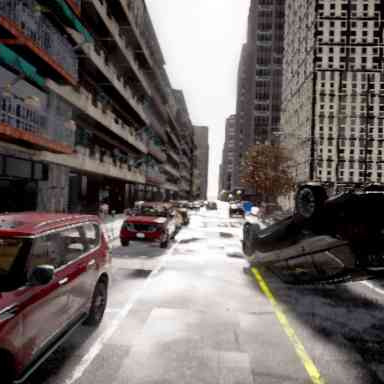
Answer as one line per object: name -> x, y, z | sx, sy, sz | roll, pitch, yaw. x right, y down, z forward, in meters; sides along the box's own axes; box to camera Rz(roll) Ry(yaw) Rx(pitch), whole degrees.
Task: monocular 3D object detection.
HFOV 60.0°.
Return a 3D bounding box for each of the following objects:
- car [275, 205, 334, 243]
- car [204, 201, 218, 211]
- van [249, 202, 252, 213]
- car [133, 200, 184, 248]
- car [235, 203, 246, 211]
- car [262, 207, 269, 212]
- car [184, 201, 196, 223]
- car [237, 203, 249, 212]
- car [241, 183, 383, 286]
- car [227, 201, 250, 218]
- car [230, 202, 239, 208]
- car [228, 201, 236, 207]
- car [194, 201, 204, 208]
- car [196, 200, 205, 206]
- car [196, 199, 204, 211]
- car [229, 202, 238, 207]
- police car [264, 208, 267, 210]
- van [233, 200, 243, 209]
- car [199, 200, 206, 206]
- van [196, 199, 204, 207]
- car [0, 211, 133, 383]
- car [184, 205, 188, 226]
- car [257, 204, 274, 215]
car -> 6.836, 1.864, 20.813 | 2.192, 1.841, 5.009 | 3, -1, 4
car -> 3.353, 2.278, 57.163 | 2.097, 1.767, 4.553 | 2, -1, 4
van -> 8.904, 2.462, 54.724 | 1.690, 1.788, 3.998 | 3, -1, 4
car -> -1.866, 1.434, 15.675 | 2.192, 1.841, 5.009 | 3, -1, 4
car -> 9.583, 2.904, 66.024 | 1.802, 1.307, 4.206 | 3, -1, 4
car -> 7.170, 2.190, 26.462 | 2.008, 1.369, 4.403 | 3, -1, 4
car -> -1.176, 1.613, 26.981 | 2.192, 1.841, 5.009 | 3, -1, 4
car -> 9.239, 2.803, 60.373 | 1.802, 1.307, 4.206 | 3, -1, 4
car -> 3.266, 1.445, 8.942 | 2.150, 2.045, 5.566 | 0, -20, -15
car -> 5.391, 2.255, 40.521 | 2.128, 1.511, 4.902 | 2, -1, 4
car -> 10.616, 3.221, 82.978 | 1.802, 1.307, 4.206 | 2, -1, 4
car -> 11.306, 3.416, 94.281 | 2.008, 1.369, 4.403 | 2, -1, 4
car -> 1.571, 2.648, 72.191 | 1.947, 1.339, 4.313 | 3, -1, 4
car -> 2.260, 2.848, 83.495 | 2.008, 1.369, 4.403 | 2, -1, 4
car -> 0.537, 2.345, 55.236 | 1.947, 1.339, 4.313 | 3, -1, 4
car -> 10.962, 3.302, 88.630 | 2.008, 1.369, 4.403 | 2, -1, 4
police car -> 4.674, 1.808, 14.918 | 1.930, 1.638, 5.238 | 2, -1, 4
van -> 9.938, 2.766, 71.679 | 1.690, 1.788, 3.998 | 2, -1, 4
car -> 2.939, 3.045, 94.628 | 1.752, 1.417, 4.829 | 2, -1, 4
van -> 1.926, 2.530, 77.848 | 1.690, 1.788, 3.998 | 2, -1, 4
car -> -2.557, 1.264, 4.372 | 2.192, 1.841, 5.009 | 3, -1, 4
car -> -1.541, 1.730, 21.156 | 1.752, 1.417, 4.829 | 3, -1, 4
car -> 7.526, 2.047, 32.115 | 2.192, 1.841, 5.009 | 3, -1, 4
